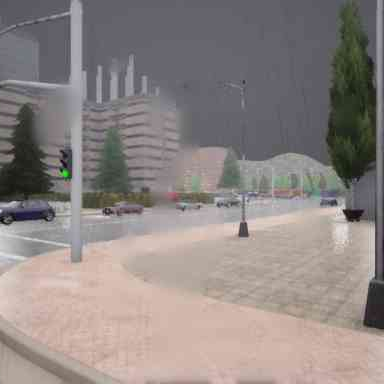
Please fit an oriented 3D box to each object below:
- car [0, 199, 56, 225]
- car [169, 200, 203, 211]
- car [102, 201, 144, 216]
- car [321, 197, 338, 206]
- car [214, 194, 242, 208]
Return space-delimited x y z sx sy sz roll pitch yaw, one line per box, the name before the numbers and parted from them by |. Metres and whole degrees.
car | -12.505 1.352 24.388 2.097 1.767 4.553 0 0 36
car | -0.692 1.601 40.633 1.895 1.301 4.718 0 0 36
car | -6.662 1.564 32.439 1.994 1.385 4.181 0 0 36
car | 22.243 1.526 54.001 1.812 1.442 4.674 0 0 36
car | 5.455 1.505 49.024 1.837 1.490 4.892 0 0 37
